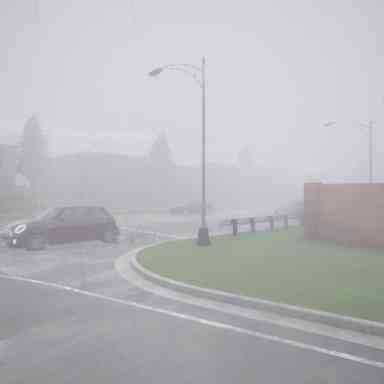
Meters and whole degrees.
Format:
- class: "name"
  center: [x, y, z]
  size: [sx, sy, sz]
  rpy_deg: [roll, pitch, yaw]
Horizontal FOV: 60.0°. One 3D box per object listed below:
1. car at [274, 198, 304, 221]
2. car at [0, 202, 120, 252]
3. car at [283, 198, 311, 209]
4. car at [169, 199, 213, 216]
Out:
- class: "car"
  center: [8.529, 1.491, 26.881]
  size: [4.902, 1.511, 2.128]
  rpy_deg: [0, 0, -42]
- class: "car"
  center: [-5.453, 1.352, 14.069]
  size: [4.553, 1.767, 2.097]
  rpy_deg: [0, 0, -42]
- class: "car"
  center: [14.832, 1.564, 46.871]
  size: [4.181, 1.385, 1.994]
  rpy_deg: [0, 0, -42]
- class: "car"
  center: [-0.058, 1.478, 33.255]
  size: [5.008, 1.535, 1.882]
  rpy_deg: [-1, 1, -42]
